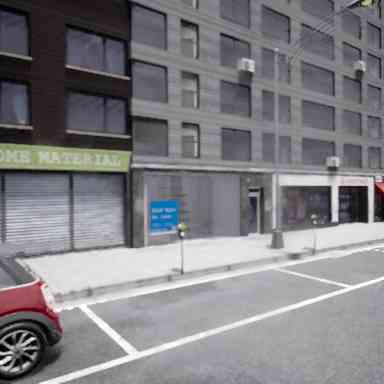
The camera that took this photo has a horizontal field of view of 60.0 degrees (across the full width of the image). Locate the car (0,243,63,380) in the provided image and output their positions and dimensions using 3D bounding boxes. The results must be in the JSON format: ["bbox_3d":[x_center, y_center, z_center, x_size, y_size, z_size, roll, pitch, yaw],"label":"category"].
[{"bbox_3d":[-3.799,1.440,3.834,4.097,1.590,1.967,0,-1,-35],"label":"car"}]
